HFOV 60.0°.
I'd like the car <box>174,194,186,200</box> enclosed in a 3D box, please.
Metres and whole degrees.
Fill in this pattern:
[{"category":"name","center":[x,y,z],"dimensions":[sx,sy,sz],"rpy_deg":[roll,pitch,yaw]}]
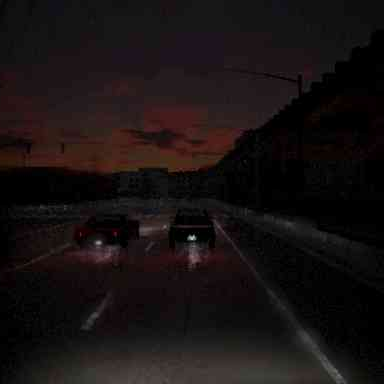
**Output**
[{"category":"car","center":[-3.500,1.502,95.232],"dimensions":[1.895,1.301,4.718],"rpy_deg":[0,0,0]}]

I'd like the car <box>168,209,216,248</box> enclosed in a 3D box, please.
[{"category":"car","center":[0.000,1.493,14.650],"dimensions":[2.128,1.511,4.902],"rpy_deg":[0,0,0]}]

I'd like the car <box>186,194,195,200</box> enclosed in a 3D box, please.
[{"category":"car","center":[0.000,1.438,95.335],"dimensions":[2.128,1.511,4.902],"rpy_deg":[0,0,0]}]

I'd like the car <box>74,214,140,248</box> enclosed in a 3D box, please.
[{"category":"car","center":[-3.500,1.614,14.680],"dimensions":[1.895,1.301,4.718],"rpy_deg":[0,0,0]}]
